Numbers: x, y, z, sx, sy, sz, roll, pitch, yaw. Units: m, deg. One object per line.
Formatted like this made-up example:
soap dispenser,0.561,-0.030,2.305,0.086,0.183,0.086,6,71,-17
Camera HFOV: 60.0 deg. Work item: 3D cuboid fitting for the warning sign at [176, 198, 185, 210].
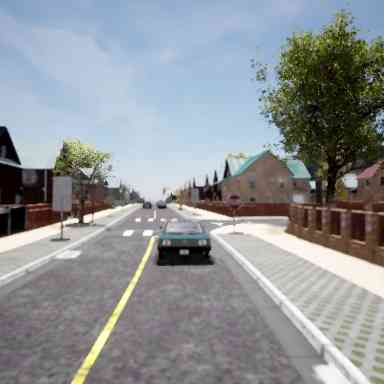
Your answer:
warning sign,-1.832,1.852,51.532,1.300,1.860,1.060,-1,-2,-6

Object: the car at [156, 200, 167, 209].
car,-5.825,2.533,64.729,2.033,1.411,5.357,0,-1,-6

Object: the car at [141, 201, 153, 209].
car,-8.363,2.438,62.304,1.837,1.490,4.892,0,-1,-6

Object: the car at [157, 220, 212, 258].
car,-0.369,1.760,13.368,1.895,1.301,4.718,0,-1,-3

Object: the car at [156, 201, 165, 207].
car,-7.392,2.723,78.667,1.994,1.385,4.181,0,-1,-6
